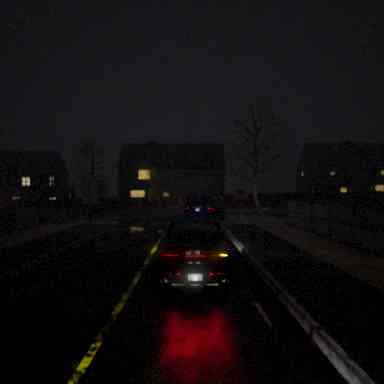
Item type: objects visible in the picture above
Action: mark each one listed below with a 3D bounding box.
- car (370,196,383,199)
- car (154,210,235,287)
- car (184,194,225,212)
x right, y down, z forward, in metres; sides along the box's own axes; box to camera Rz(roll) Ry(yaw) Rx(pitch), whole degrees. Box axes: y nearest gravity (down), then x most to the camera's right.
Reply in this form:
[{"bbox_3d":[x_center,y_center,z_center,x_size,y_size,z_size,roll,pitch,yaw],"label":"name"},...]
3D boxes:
[{"bbox_3d":[16.976,1.031,30.371,4.718,1.301,1.895,-1,1,0],"label":"car"},{"bbox_3d":[0.057,1.471,9.180,1.837,1.490,4.892,0,0,0],"label":"car"},{"bbox_3d":[0.937,1.138,23.185,2.150,2.045,5.566,0,1,13],"label":"car"}]
